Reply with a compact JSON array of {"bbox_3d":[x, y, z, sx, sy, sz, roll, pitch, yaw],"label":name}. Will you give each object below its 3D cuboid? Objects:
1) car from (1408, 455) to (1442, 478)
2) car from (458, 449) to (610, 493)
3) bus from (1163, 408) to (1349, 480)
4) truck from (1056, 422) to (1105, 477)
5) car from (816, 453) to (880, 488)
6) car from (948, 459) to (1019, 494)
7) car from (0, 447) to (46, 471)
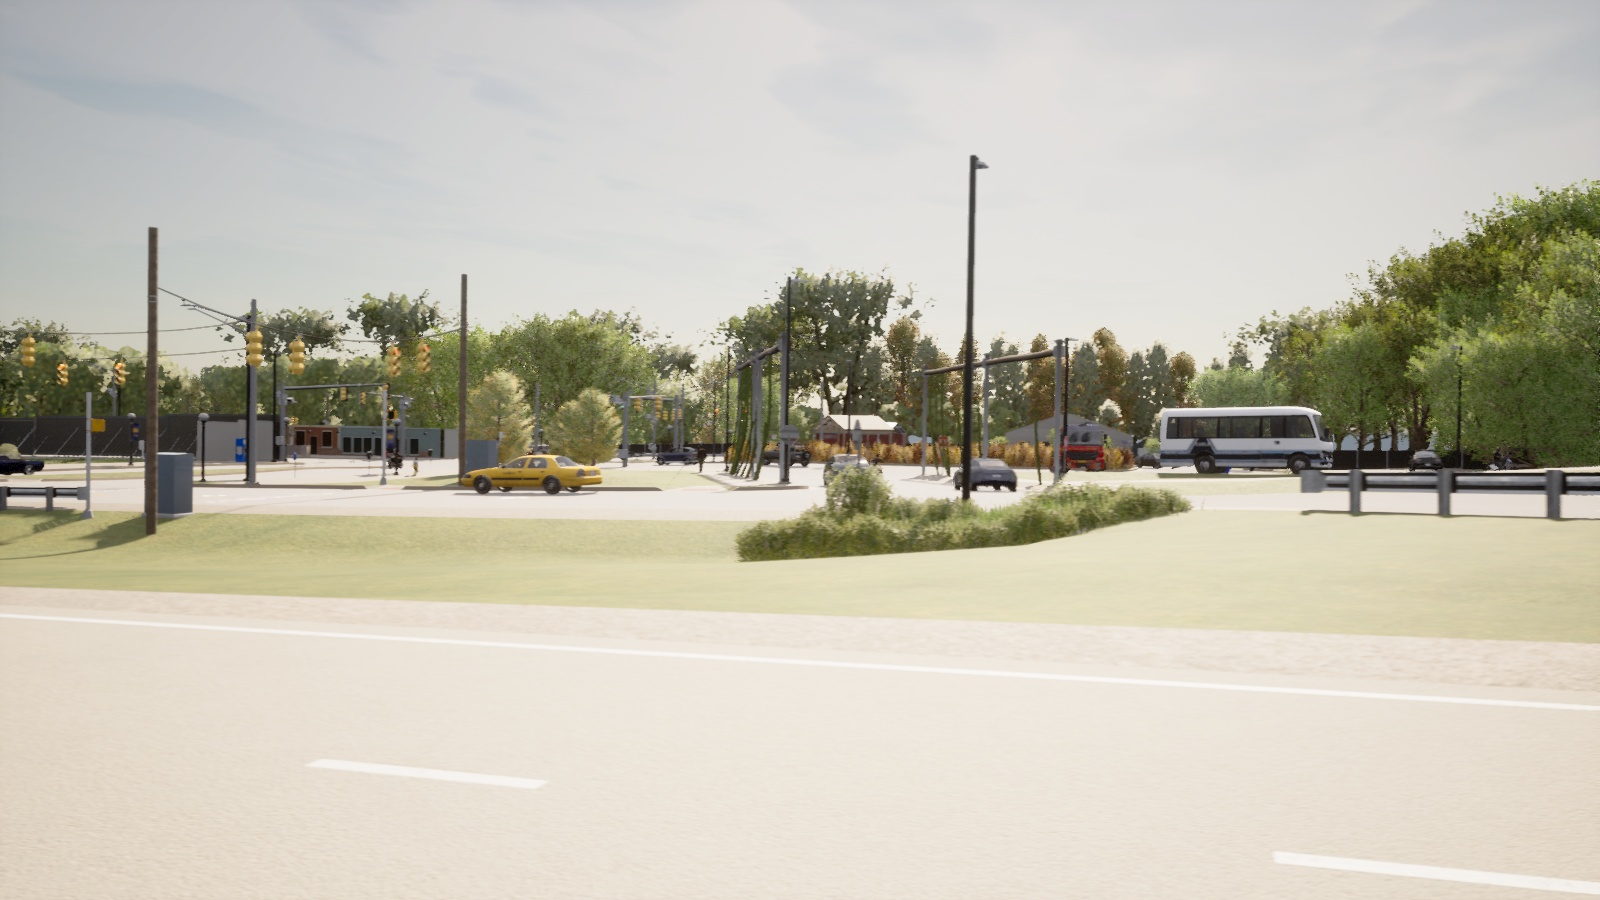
[{"bbox_3d":[42.518,1.108,85.495,1.812,1.442,4.674,1,0,23],"label":"car"},{"bbox_3d":[-9.951,0.751,47.020,5.366,1.575,1.801,0,1,18],"label":"car"},{"bbox_3d":[28.442,-0.326,78.529,10.273,4.253,3.944,0,-1,33],"label":"bus"},{"bbox_3d":[20.603,-0.034,92.557,2.891,3.827,8.468,1,0,8],"label":"truck"},{"bbox_3d":[2.128,0.914,57.059,2.128,1.511,4.902,1,-1,-7],"label":"car"},{"bbox_3d":[7.749,1.109,53.421,1.994,1.385,4.181,1,-1,-6],"label":"car"},{"bbox_3d":[-45.560,0.530,71.170,1.895,1.301,4.718,1,1,18],"label":"car"}]
